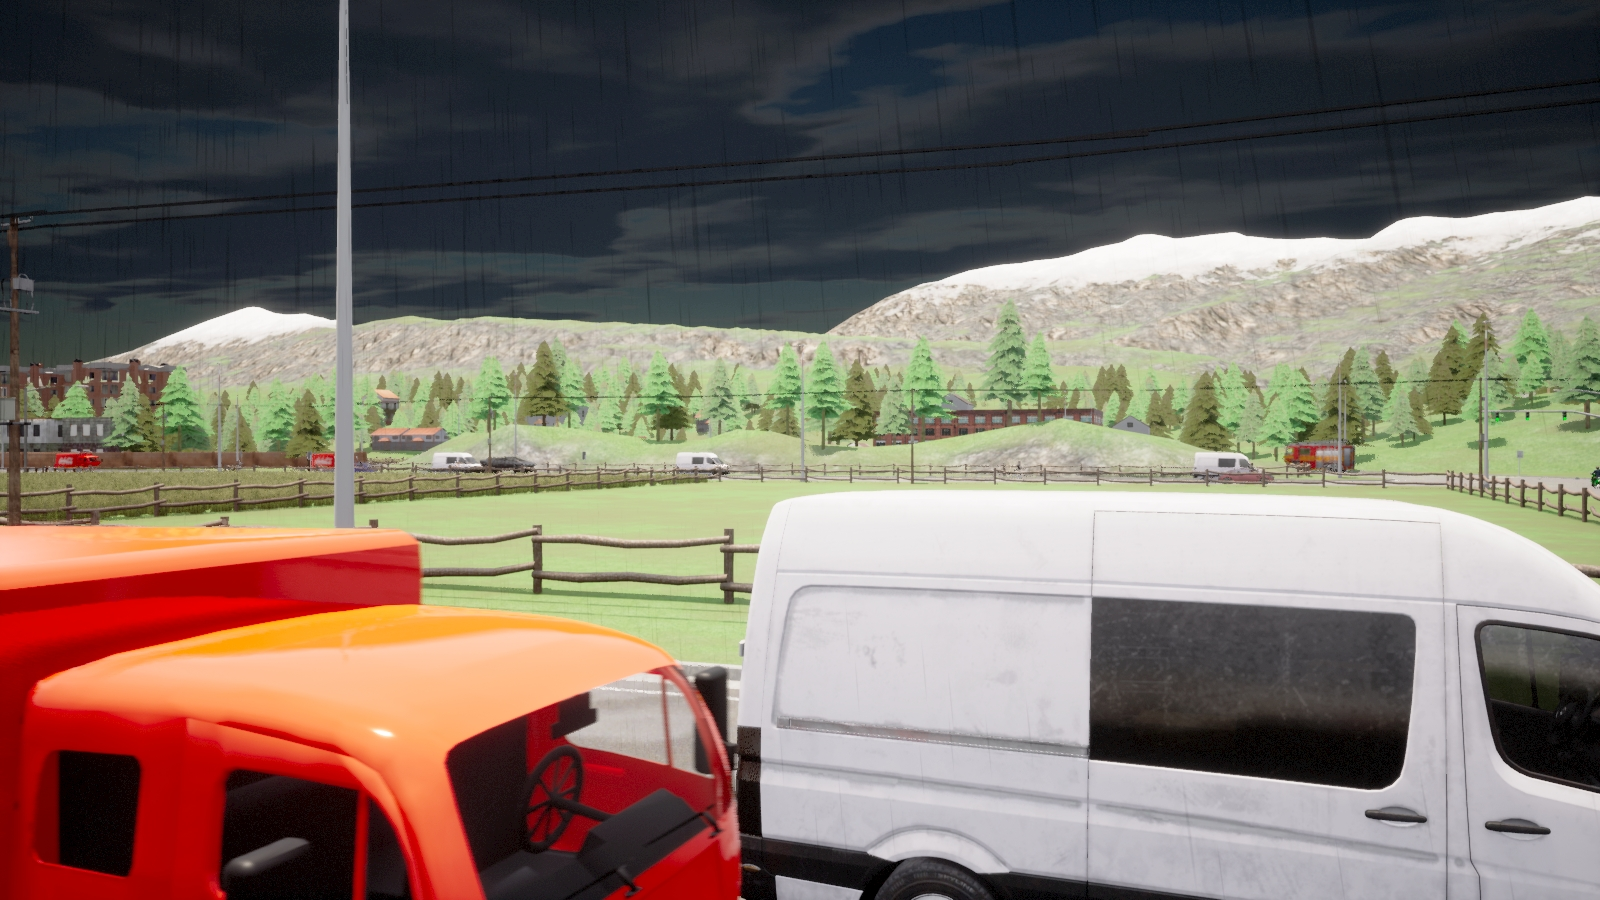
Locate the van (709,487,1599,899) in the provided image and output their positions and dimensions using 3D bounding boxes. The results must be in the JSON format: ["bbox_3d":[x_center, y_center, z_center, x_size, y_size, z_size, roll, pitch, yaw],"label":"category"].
[{"bbox_3d":[2.633,1.535,6.060,5.915,2.561,1.988,0,0,20],"label":"van"}]

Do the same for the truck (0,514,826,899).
[{"bbox_3d":[-2.798,1.578,4.473,5.204,2.467,2.627,-1,0,22],"label":"truck"}]
